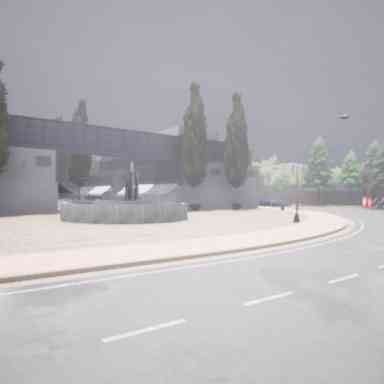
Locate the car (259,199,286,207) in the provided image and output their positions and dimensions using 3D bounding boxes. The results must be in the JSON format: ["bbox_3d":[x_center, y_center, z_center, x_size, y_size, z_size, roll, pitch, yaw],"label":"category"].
[{"bbox_3d":[14.185,1.993,60.504,1.882,1.535,5.008,1,-1,-26],"label":"car"}]

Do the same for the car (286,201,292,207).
[{"bbox_3d":[16.837,2.121,63.031,1.994,1.385,4.181,1,-1,-27],"label":"car"}]

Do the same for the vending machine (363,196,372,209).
[{"bbox_3d":[30.689,1.846,58.287,1.100,2.100,0.880,1,0,-17],"label":"vending machine"}]
